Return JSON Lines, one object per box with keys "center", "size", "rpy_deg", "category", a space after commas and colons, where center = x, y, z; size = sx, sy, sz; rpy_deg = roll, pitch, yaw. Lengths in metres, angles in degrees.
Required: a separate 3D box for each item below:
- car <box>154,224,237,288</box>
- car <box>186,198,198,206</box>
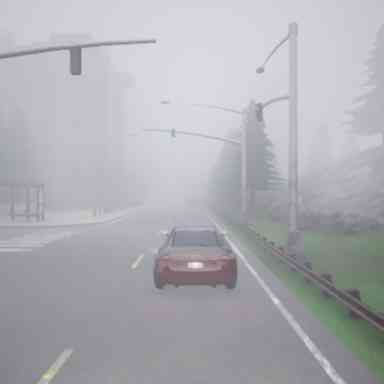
{"center": [0.081, 1.578, 9.308], "size": [1.994, 1.385, 4.181], "rpy_deg": [0, 0, 0], "category": "car"}
{"center": [0.016, 1.646, 57.591], "size": [1.994, 1.385, 4.181], "rpy_deg": [0, 0, 0], "category": "car"}
